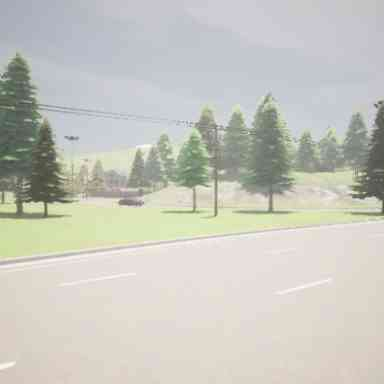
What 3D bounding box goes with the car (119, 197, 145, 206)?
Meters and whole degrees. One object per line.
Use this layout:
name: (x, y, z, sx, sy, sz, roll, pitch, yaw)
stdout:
car: (-9.731, 1.559, 53.763, 2.033, 1.411, 5.357, 0, 0, -44)
